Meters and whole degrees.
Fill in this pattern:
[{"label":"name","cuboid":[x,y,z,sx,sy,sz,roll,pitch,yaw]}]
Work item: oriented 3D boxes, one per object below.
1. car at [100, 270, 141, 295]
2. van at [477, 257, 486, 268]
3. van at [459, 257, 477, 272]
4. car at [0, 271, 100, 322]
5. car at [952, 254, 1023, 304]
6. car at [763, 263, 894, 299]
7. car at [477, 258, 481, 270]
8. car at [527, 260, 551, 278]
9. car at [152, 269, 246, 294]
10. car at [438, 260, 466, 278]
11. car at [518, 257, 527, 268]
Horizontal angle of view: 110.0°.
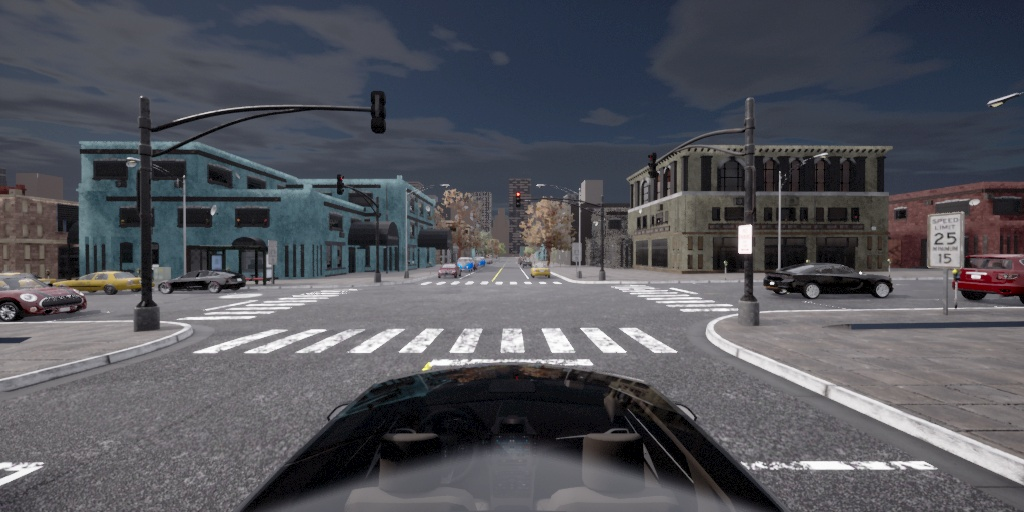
[{"label":"car","cuboid":[-24.051,1.500,21.114,4.829,1.417,1.751,0,0,-1]},{"label":"van","cuboid":[-5.808,1.077,61.174,1.690,1.789,3.998,0,0,0]},{"label":"van","cuboid":[-5.773,1.081,44.534,1.690,1.789,3.998,0,0,0]},{"label":"car","cuboid":[-18.092,1.422,12.884,4.097,1.591,1.967,0,0,-1]},{"label":"car","cuboid":[19.924,0.842,13.609,5.009,1.841,2.192,0,0,-1]},{"label":"car","cuboid":[14.177,1.050,16.179,5.008,1.535,1.882,-1,1,-1]},{"label":"car","cuboid":[-5.785,1.284,50.081,1.888,1.381,4.507,0,0,0]},{"label":"car","cuboid":[2.629,1.269,33.629,1.751,1.417,4.829,0,0,0]},{"label":"car","cuboid":[-18.228,1.473,21.230,4.313,1.339,1.948,0,0,-1]},{"label":"car","cuboid":[-5.751,1.325,33.442,1.802,1.307,4.207,0,0,0]},{"label":"car","cuboid":[2.573,1.287,61.191,2.007,1.370,4.403,0,0,0]}]
